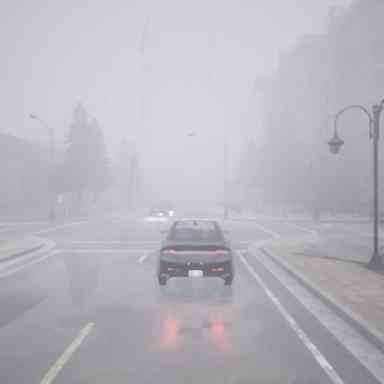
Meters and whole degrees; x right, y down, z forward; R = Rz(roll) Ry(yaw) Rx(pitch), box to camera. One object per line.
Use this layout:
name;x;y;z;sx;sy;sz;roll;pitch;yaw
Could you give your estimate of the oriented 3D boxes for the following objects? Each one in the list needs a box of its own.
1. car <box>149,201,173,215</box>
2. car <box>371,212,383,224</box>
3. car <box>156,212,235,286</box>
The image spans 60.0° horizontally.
car;-3.571;1.724;36.715;2.128;1.511;4.902;0;0;0
car;15.464;1.736;23.691;4.718;1.301;1.895;0;0;1
car;0.092;1.554;9.603;2.128;1.511;4.902;0;0;0
